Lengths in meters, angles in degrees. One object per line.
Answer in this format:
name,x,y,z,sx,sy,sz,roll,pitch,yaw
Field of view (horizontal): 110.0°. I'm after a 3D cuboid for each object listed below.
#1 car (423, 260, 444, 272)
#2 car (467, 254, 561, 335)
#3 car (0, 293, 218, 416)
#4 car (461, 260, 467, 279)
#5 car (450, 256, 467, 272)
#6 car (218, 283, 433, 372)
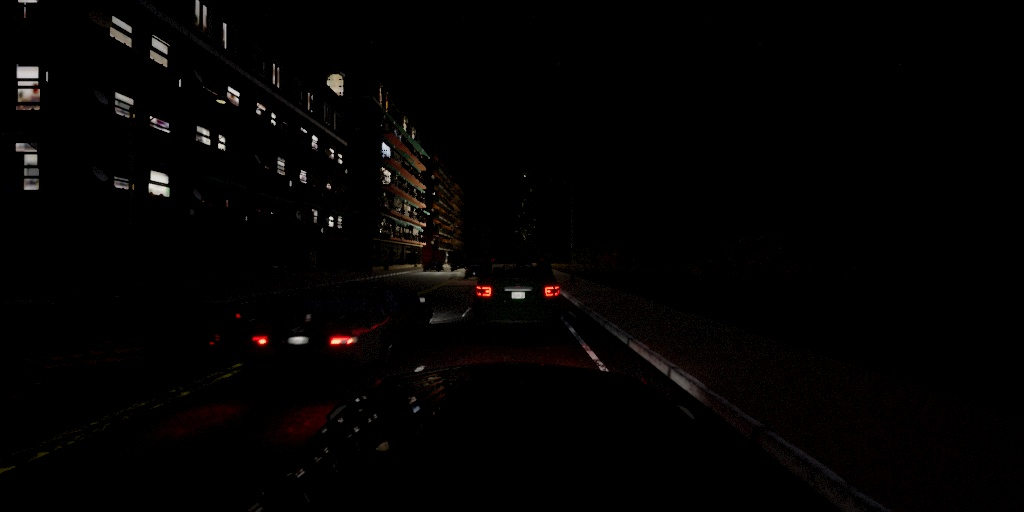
car,-9.852,1.280,45.290,1.812,1.442,4.674,0,0,0
car,0.100,0.973,10.715,2.150,2.045,5.566,0,0,-1
car,-6.604,1.298,5.291,2.033,1.411,5.357,0,0,0
car,-3.151,1.280,32.607,1.812,1.442,4.674,0,0,0
car,-6.602,0.975,46.544,2.150,2.045,5.566,0,0,0
car,-3.153,1.298,7.802,2.033,1.411,5.357,0,0,0
